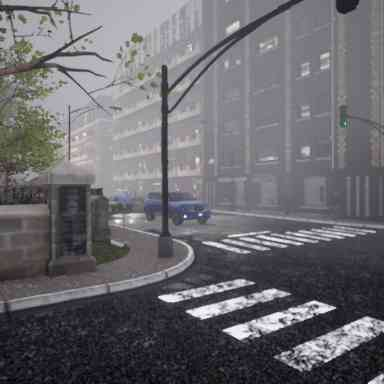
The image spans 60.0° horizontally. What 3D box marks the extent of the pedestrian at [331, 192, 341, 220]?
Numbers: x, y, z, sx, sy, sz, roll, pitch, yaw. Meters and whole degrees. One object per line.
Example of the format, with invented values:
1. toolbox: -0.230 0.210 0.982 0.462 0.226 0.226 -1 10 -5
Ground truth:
1. pedestrian: 9.453 0.892 21.945 0.375 1.860 0.375 1 0 -36

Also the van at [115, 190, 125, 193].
1. van: -8.348 0.647 41.285 1.690 1.788 3.998 1 1 -36

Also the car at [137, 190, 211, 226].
1. car: -1.144 0.921 21.630 2.150 2.045 5.566 0 1 -36

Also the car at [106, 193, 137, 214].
1. car: -6.803 1.093 29.358 1.994 1.385 4.181 0 1 -36

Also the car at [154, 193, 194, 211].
1. car: -1.822 0.942 32.377 1.967 1.590 4.097 1 1 -36

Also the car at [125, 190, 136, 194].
1. car: -5.084 0.719 36.830 2.192 1.841 5.009 1 1 -36
